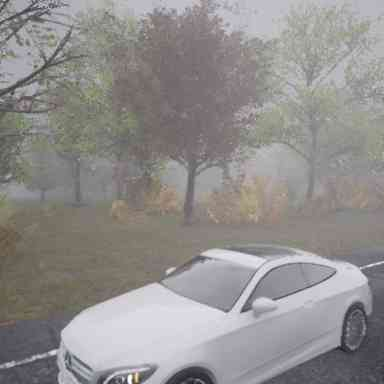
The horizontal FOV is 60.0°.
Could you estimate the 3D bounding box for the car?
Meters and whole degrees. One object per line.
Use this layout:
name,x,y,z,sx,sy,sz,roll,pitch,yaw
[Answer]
car,0.678,1.514,4.526,4.674,1.442,1.812,0,0,-36
